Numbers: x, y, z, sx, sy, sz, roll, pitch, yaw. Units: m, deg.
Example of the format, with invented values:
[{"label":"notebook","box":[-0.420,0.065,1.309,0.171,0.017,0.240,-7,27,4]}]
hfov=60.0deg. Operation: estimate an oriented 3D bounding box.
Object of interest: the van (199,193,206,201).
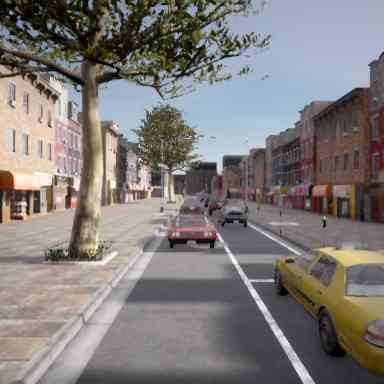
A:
[{"label":"van","box":[2.650,1.244,83.184,1.690,1.788,3.998,1,0,0]}]

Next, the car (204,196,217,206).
[{"label":"car","box":[3.015,1.422,55.461,1.882,1.535,5.008,0,0,0]}]

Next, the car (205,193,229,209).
[{"label":"car","box":[2.650,1.292,33.316,2.192,1.841,5.009,1,0,0]}]

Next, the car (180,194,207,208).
[{"label":"car","box":[0.000,1.349,29.621,2.097,1.767,4.553,0,0,0]}]

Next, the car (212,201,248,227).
[{"label":"car","box":[2.647,1.542,22.234,2.008,1.369,4.403,1,0,0]}]

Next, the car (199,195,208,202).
[{"label":"car","box":[2.647,1.456,77.644,1.887,1.381,4.507,1,0,0]}]

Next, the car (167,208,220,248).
[{"label":"car","box":[0.000,1.614,14.680,1.895,1.301,4.718,0,0,0]}]

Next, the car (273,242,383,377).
[{"label":"car","box":[2.647,1.525,5.779,1.752,1.417,4.829,1,0,0]}]
